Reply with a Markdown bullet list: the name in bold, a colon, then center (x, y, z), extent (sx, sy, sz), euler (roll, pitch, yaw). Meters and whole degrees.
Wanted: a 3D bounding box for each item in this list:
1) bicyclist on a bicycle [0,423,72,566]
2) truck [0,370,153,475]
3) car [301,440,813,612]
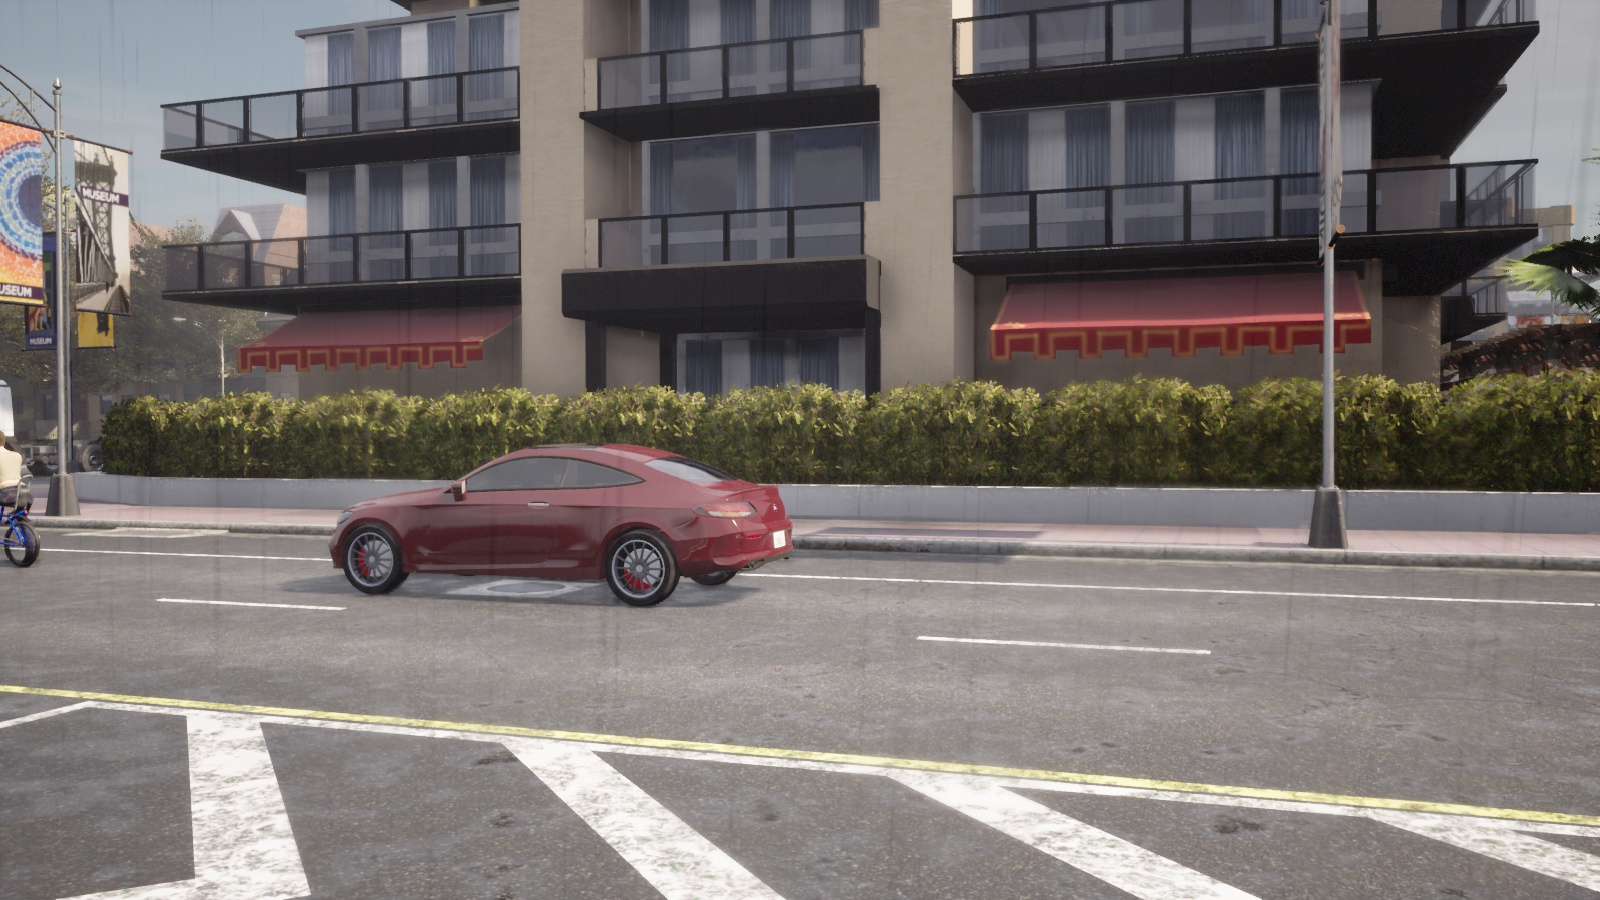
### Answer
- **bicyclist on a bicycle**: center (-9.546, 0.490, 14.820), extent (1.509, 1.612, 0.866), euler (1, 1, 19)
- **truck**: center (-26.963, -0.961, 43.958), extent (2.891, 3.462, 7.936), euler (1, 1, 18)
- **car**: center (-2.382, 0.645, 12.406), extent (4.674, 1.442, 1.812), euler (1, 1, 19)
